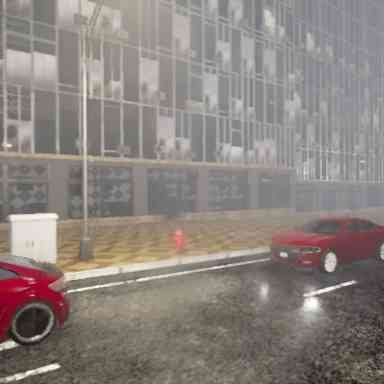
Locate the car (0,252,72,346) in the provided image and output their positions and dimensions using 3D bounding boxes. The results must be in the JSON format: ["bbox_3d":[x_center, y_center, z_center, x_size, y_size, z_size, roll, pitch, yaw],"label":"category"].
[{"bbox_3d":[-3.992,1.559,4.819,4.181,1.385,1.994,1,0,-36],"label":"car"}]

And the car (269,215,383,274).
[{"bbox_3d":[4.684,1.549,10.982,5.008,1.535,1.882,1,0,-35],"label":"car"}]
